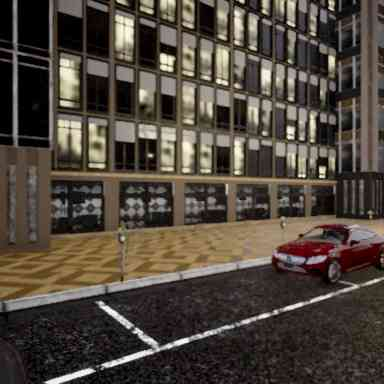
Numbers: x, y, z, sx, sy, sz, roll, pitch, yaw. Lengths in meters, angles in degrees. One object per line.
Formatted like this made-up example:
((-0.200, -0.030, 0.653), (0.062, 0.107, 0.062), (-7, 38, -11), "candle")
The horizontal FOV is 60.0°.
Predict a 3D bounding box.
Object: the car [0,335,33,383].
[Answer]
((-3.313, 1.547, 1.015), (5.357, 1.411, 2.033), (0, 0, -36), "car")

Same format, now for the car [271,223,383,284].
((4.108, 1.581, 9.491), (4.206, 1.307, 1.802), (0, 0, -36), "car")
